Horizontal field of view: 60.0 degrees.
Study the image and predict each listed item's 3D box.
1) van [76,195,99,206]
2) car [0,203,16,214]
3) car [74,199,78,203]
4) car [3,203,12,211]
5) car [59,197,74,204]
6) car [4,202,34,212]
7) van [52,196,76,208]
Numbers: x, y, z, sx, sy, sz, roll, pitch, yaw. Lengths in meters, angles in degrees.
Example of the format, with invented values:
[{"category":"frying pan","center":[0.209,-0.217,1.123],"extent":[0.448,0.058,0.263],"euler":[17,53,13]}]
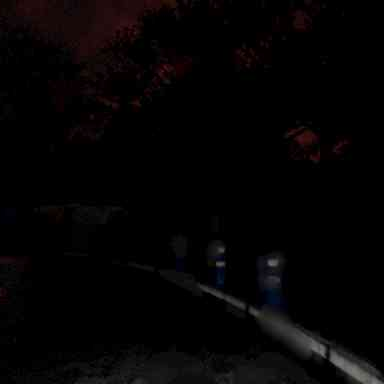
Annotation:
[{"category":"van","center":[-20.977,1.684,66.751],"extent":[4.442,1.987,1.878],"euler":[-2,1,34]},{"category":"car","center":[-30.274,2.634,52.765],"extent":[4.792,1.488,2.163],"euler":[-2,1,34]},{"category":"car","center":[-17.742,2.079,47.870],"extent":[4.792,1.488,2.163],"euler":[-2,1,34]},{"category":"car","center":[-22.357,2.442,41.065],"extent":[4.674,1.452,2.002],"euler":[-2,1,34]},{"category":"car","center":[-19.355,1.917,45.590],"extent":[5.566,2.045,2.435],"euler":[-2,1,34]},{"category":"car","center":[-28.695,2.487,55.070],"extent":[4.892,1.521,2.231],"euler":[-2,1,34]},{"category":"van","center":[-23.913,1.908,61.975],"extent":[4.442,1.987,1.878],"euler":[-2,1,34]}]
